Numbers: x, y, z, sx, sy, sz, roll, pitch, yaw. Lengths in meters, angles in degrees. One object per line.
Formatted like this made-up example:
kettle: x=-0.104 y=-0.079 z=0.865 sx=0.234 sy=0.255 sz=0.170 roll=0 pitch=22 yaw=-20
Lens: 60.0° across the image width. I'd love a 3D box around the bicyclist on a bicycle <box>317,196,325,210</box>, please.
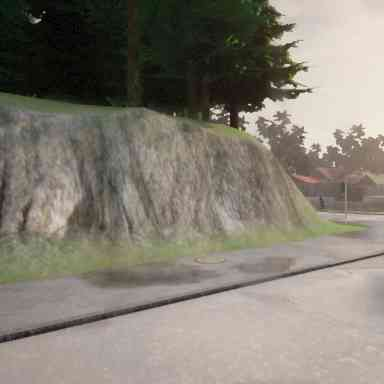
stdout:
bicyclist on a bicycle: x=15.522 y=1.349 z=39.962 sx=1.656 sy=1.620 sz=0.582 roll=0 pitch=0 yaw=-36
